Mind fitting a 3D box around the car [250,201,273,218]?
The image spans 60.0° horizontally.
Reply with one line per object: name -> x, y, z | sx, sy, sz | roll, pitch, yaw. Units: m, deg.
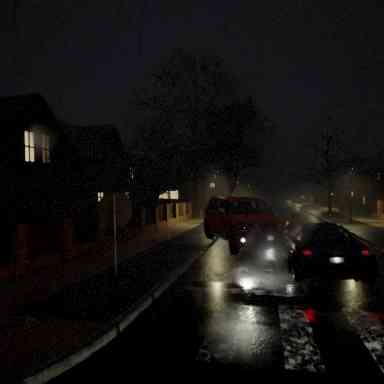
car -> 6.615, 1.637, 31.657 | 1.994, 1.385, 4.181 | -1, 0, 13

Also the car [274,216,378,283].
car -> 3.704, 1.586, 9.730 | 1.994, 1.385, 4.181 | -2, -1, 9

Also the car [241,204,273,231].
car -> 4.374, 1.588, 21.935 | 1.812, 1.442, 4.674 | -1, 0, 13

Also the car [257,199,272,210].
car -> 10.178, 1.744, 46.747 | 1.895, 1.301, 4.718 | -1, 0, 13

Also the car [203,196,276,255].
car -> 2.066, 1.224, 14.213 | 2.150, 2.045, 5.566 | 0, 0, -14
